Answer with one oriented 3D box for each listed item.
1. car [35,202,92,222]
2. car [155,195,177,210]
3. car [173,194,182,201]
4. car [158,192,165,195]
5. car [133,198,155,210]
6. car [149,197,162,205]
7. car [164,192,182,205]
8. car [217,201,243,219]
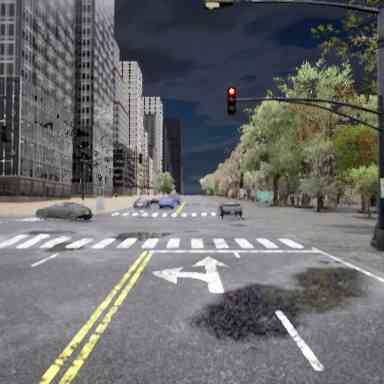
[{"bbox_3d":[-9.833,1.480,25.584,4.181,1.385,1.994,1,-2,15],"label":"car"},{"bbox_3d":[-3.363,1.524,44.288,1.882,1.535,5.008,0,0,0],"label":"car"},{"bbox_3d":[-3.279,1.222,77.023,1.812,1.442,4.674,0,0,0],"label":"car"},{"bbox_3d":[-6.529,1.072,76.619,2.150,2.045,5.566,0,0,0],"label":"car"},{"bbox_3d":[-6.611,1.538,44.342,2.128,1.511,4.902,0,0,0],"label":"car"},{"bbox_3d":[-6.592,1.664,60.191,1.895,1.301,4.718,0,0,0],"label":"car"},{"bbox_3d":[-3.336,1.289,61.249,2.150,2.045,5.566,0,0,0],"label":"car"},{"bbox_3d":[3.337,1.542,29.771,2.128,1.511,4.902,-1,-2,0],"label":"car"}]
